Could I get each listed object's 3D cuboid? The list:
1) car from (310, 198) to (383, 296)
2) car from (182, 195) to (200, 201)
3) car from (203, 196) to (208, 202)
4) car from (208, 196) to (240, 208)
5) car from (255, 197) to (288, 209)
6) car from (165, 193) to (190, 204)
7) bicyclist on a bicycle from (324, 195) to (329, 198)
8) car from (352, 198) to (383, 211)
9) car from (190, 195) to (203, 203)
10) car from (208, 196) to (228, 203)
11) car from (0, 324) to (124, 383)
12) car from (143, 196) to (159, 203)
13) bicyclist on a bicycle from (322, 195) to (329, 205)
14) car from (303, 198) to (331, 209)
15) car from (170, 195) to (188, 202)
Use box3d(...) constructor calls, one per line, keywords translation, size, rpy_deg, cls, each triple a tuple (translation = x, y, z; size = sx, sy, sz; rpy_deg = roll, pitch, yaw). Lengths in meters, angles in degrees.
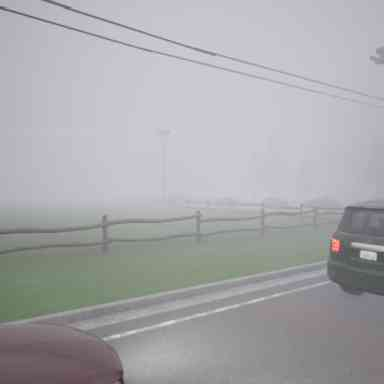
box3d(translation=(5.363, 1.219, 7.424), size=(5.566, 2.045, 2.150), rpy_deg=(0, 0, -34), cls="car")
box3d(translation=(-0.191, 1.406, 80.593), size=(1.882, 1.535, 5.008), rpy_deg=(0, 0, -34), cls="car")
box3d(translation=(2.790, 1.526, 69.893), size=(2.033, 1.411, 5.357), rpy_deg=(0, 0, -34), cls="car")
box3d(translation=(4.861, 1.495, 48.150), size=(1.837, 1.490, 4.892), rpy_deg=(0, 0, -34), cls="car")
box3d(translation=(10.825, 1.494, 45.476), size=(1.837, 1.490, 4.892), rpy_deg=(0, 0, -33), cls="car")
box3d(translation=(-3.292, 1.212, 66.396), size=(2.150, 2.045, 5.566), rpy_deg=(0, 0, -34), cls="car")
box3d(translation=(22.225, 1.287, 54.489), size=(1.656, 1.620, 0.582), rpy_deg=(0, 0, -44), cls="bicyclist on a bicycle")
box3d(translation=(22.260, 1.491, 40.412), size=(1.837, 1.490, 4.892), rpy_deg=(0, 0, -31), cls="car")
box3d(translation=(-0.310, 1.513, 68.231), size=(1.812, 1.442, 4.674), rpy_deg=(0, 0, -34), cls="car")
box3d(translation=(5.512, 1.509, 72.117), size=(1.812, 1.442, 4.674), rpy_deg=(0, 0, -34), cls="car")
box3d(translation=(-2.677, 1.526, 1.914), size=(4.674, 1.442, 1.812), rpy_deg=(0, 0, -34), cls="car")
box3d(translation=(-8.401, 1.482, 67.784), size=(2.128, 1.511, 4.902), rpy_deg=(0, 0, -33), cls="car")
box3d(translation=(22.089, 1.286, 55.036), size=(0.582, 1.620, 1.656), rpy_deg=(0, 0, 43), cls="bicyclist on a bicycle")
box3d(translation=(16.611, 1.479, 42.927), size=(2.128, 1.511, 4.902), rpy_deg=(0, 0, -32), cls="car")
box3d(translation=(-3.095, 1.430, 78.639), size=(1.837, 1.490, 4.892), rpy_deg=(0, 0, -34), cls="car")
